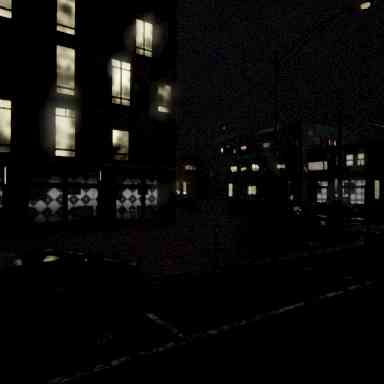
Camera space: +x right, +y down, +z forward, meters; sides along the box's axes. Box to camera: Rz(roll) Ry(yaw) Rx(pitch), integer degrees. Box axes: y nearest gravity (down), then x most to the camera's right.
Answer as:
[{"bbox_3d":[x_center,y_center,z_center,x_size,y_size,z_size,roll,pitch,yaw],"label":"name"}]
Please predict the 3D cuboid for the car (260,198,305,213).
[{"bbox_3d":[9.225,1.340,34.216,1.802,1.307,4.206,1,0,-36],"label":"car"}]

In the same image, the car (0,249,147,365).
[{"bbox_3d":[-2.722,1.566,4.613,4.313,1.339,1.947,0,0,-36],"label":"car"}]

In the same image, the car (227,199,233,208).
[{"bbox_3d":[5.937,1.130,38.683,1.967,1.590,4.097,1,0,-36],"label":"car"}]

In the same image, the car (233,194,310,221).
[{"bbox_3d":[5.774,1.101,24.781,2.192,1.841,5.009,1,0,-36],"label":"car"}]

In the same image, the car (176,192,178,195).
[{"bbox_3d":[-0.643,1.101,47.613,2.008,1.369,4.403,1,0,-36],"label":"car"}]

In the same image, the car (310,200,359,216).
[{"bbox_3d":[12.515,1.371,29.752,1.887,1.381,4.507,1,0,-36],"label":"car"}]

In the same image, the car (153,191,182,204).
[{"bbox_3d":[-3.927,0.793,52.077,2.192,1.841,5.009,1,0,-36],"label":"car"}]

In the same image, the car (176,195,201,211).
[{"bbox_3d":[-0.812,1.231,33.712,1.802,1.307,4.206,1,0,-36],"label":"car"}]
